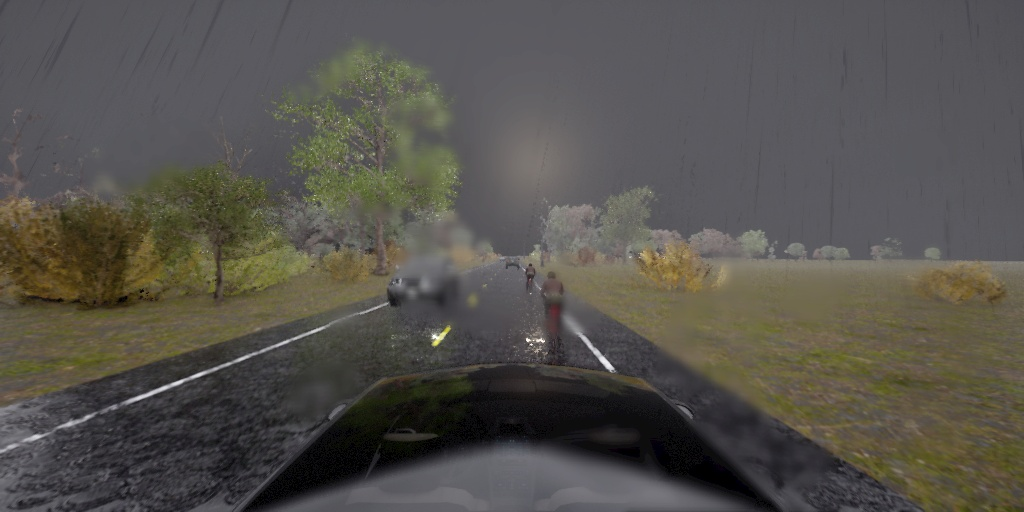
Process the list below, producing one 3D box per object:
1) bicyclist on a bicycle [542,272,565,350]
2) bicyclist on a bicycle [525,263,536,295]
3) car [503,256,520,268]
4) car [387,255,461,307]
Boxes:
[{"bbox_3d":[0.962,1.205,8.172,0.582,1.620,1.656,0,0,0],"label":"bicyclist on a bicycle"},{"bbox_3d":[0.961,1.205,18.501,0.582,1.620,1.656,0,0,0],"label":"bicyclist on a bicycle"},{"bbox_3d":[0.094,0.964,59.172,2.150,2.045,5.566,0,0,0],"label":"car"},{"bbox_3d":[-3.601,0.974,15.710,2.150,2.045,5.566,0,0,0],"label":"car"}]
